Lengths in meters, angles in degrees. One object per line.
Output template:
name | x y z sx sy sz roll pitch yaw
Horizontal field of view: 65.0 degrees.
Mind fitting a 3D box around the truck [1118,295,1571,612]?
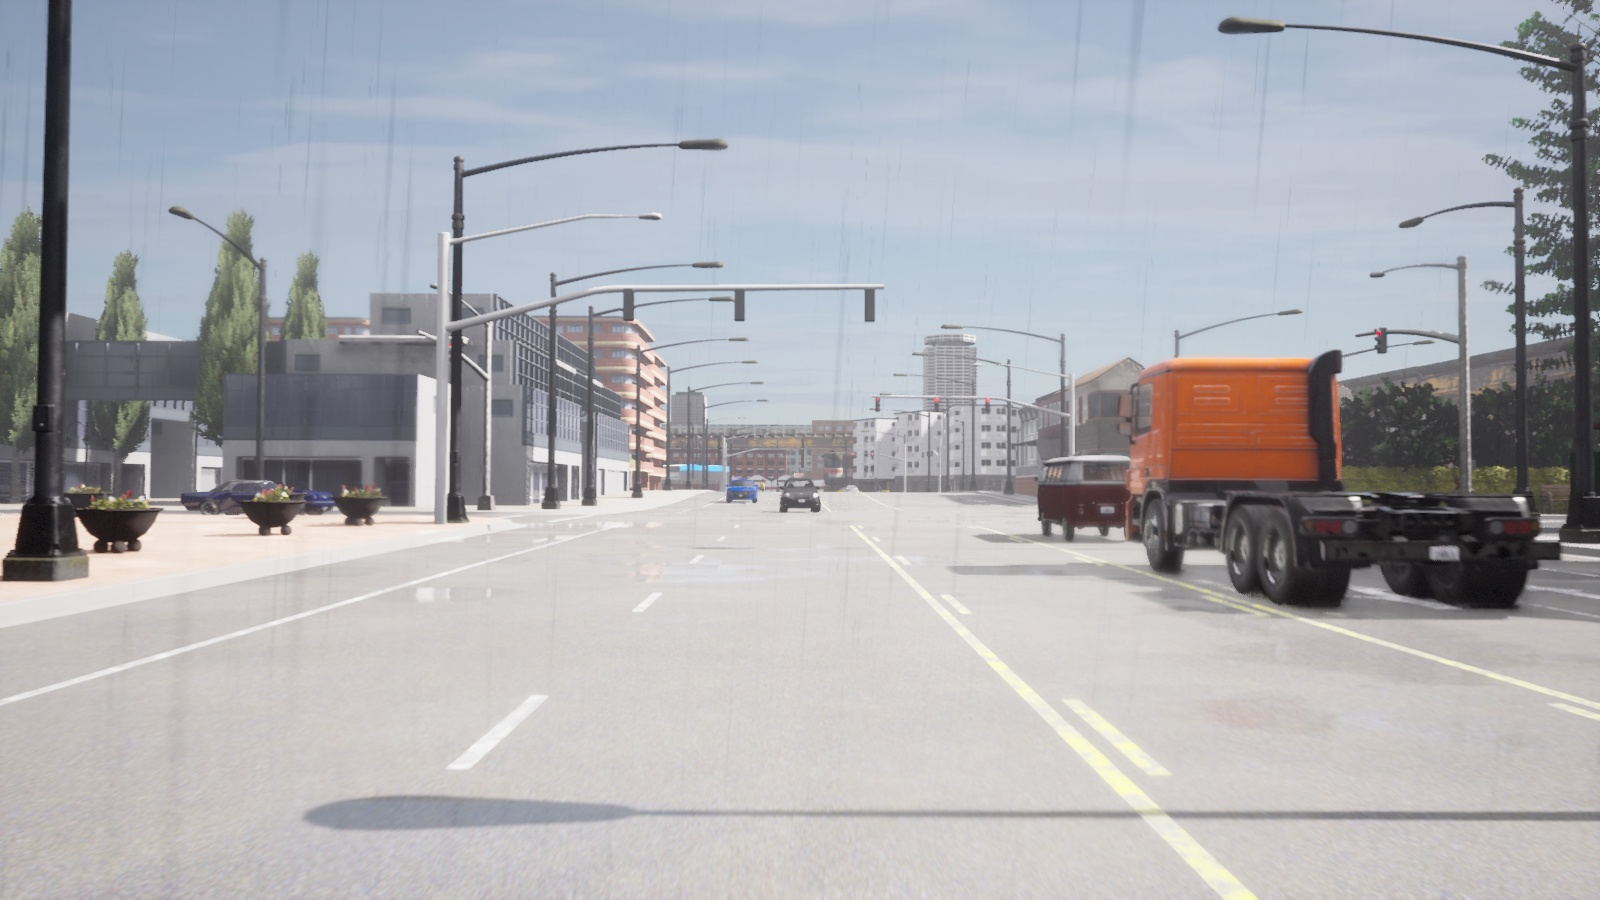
truck | 6.954 0.103 17.702 2.891 3.462 7.936 0 -1 0

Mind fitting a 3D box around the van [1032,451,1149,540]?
van | 6.926 1.082 30.425 1.775 1.987 4.442 0 -2 0

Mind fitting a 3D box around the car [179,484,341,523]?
car | -18.465 1.831 43.088 4.718 1.301 1.895 0 -2 0

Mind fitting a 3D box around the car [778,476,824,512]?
car | 0.002 2.005 57.486 1.851 1.617 3.988 0 -2 -3

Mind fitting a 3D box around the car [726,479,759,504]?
car | -3.691 2.644 80.878 1.882 1.535 5.008 0 -1 0
